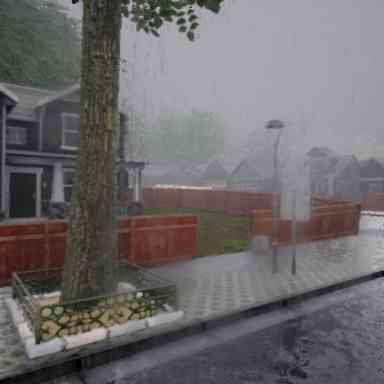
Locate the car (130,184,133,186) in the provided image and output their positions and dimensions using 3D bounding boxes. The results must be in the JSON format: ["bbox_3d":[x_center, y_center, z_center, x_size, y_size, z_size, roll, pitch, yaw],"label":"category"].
[{"bbox_3d":[-10.144,-0.451,52.992,2.097,1.767,4.553,1,2,-35],"label":"car"}]
